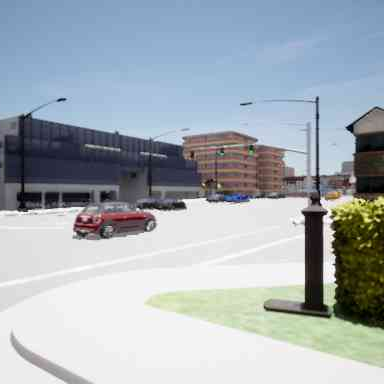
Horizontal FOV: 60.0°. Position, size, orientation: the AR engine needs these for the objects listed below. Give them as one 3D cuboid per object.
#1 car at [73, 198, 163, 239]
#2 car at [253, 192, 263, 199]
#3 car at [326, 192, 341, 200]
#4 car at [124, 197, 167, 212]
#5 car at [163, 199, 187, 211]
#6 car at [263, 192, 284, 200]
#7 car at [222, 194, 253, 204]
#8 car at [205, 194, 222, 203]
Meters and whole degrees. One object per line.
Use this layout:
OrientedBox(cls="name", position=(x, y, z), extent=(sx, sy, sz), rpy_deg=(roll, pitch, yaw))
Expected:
OrientedBox(cls="car", position=(-3.940, 1.344, 17.741), extent=(2.097, 1.767, 4.553), rpy_deg=(0, 0, 34))
OrientedBox(cls="car", position=(13.410, 0.715, 67.250), extent=(1.837, 1.490, 4.892), rpy_deg=(0, 1, 35))
OrientedBox(cls="car", position=(25.715, 0.681, 60.415), extent=(1.882, 1.535, 5.008), rpy_deg=(0, 0, 35))
OrientedBox(cls="car", position=(-5.519, 1.460, 40.247), extent=(2.033, 1.411, 5.357), rpy_deg=(0, 1, 35))
OrientedBox(cls="car", position=(-2.404, 1.463, 38.587), extent=(1.994, 1.385, 4.181), rpy_deg=(0, 1, 35))
OrientedBox(cls="car", position=(16.461, 0.758, 65.519), extent=(2.033, 1.411, 5.357), rpy_deg=(0, 0, 35))
OrientedBox(cls="car", position=(7.215, 0.988, 52.387), extent=(1.882, 1.535, 5.008), rpy_deg=(0, 2, 35))
OrientedBox(cls="car", position=(4.278, 1.065, 54.297), extent=(2.033, 1.411, 5.357), rpy_deg=(0, 2, 35))
